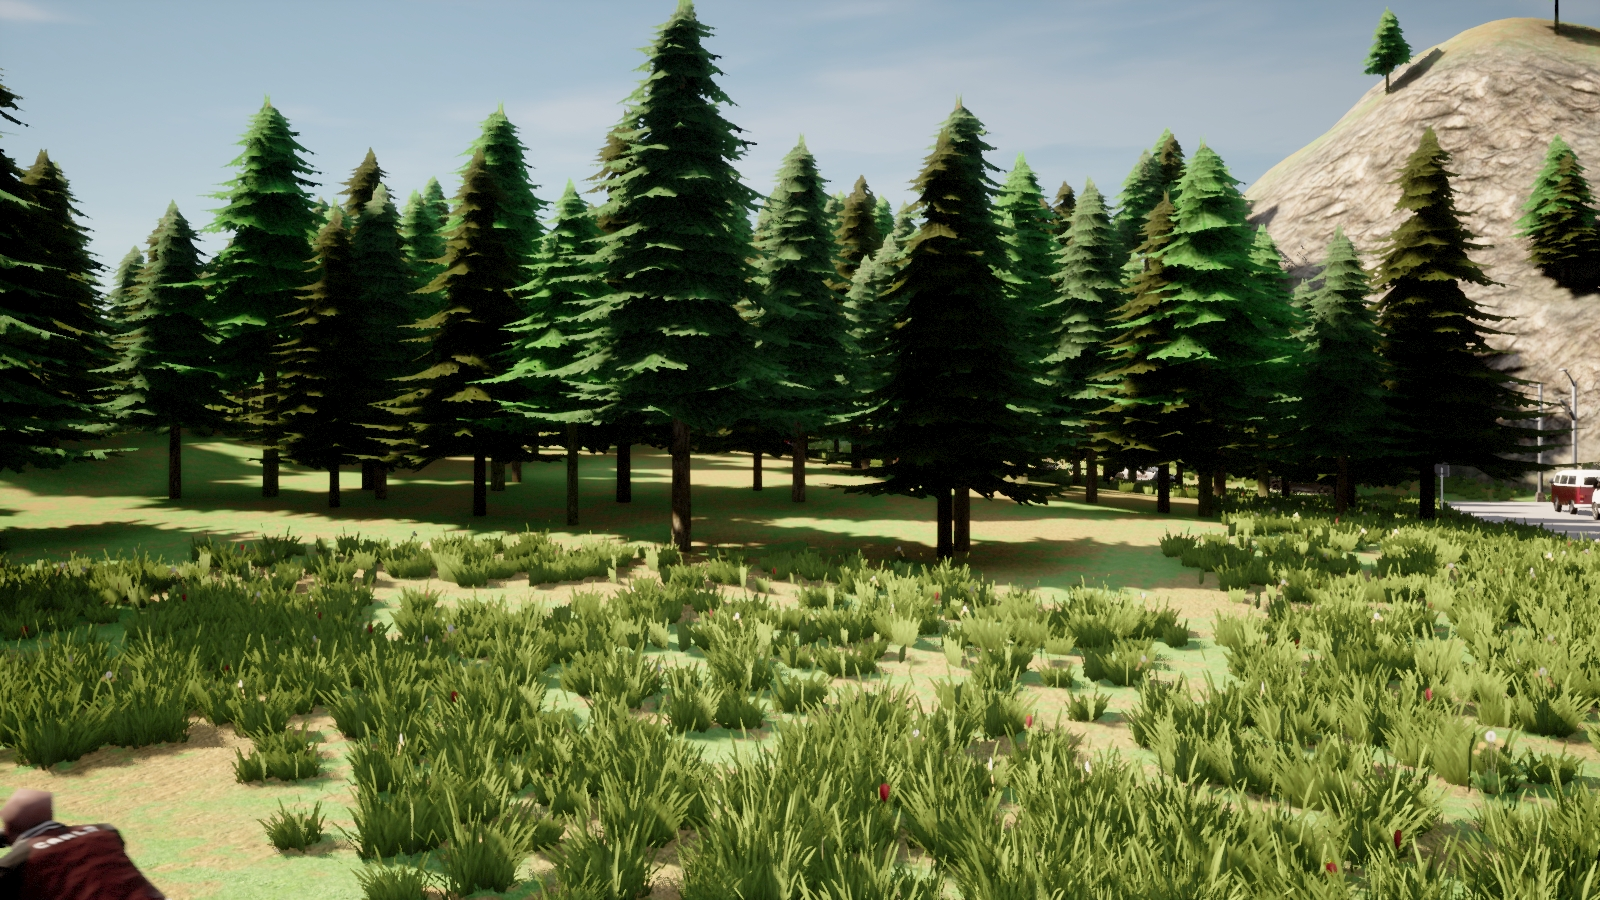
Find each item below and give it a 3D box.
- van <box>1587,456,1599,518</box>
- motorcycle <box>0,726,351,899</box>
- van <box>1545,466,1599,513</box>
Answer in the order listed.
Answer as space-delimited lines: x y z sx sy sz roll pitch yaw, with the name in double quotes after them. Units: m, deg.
33.726 1.534 45.978 1.988 2.561 5.915 0 0 20 "van"
-2.928 1.961 4.401 2.209 1.460 0.867 0 0 20 "motorcycle"
36.159 1.782 52.642 2.069 2.038 4.480 0 0 20 "van"
